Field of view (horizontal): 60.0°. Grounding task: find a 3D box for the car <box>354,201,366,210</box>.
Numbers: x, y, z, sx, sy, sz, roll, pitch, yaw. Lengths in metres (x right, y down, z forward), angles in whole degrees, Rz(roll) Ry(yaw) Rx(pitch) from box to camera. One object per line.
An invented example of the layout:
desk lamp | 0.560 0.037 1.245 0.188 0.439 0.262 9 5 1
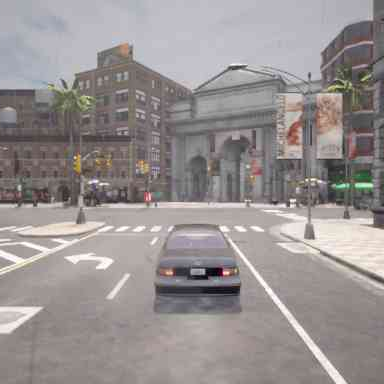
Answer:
car | 22.274 1.564 40.989 4.181 1.385 1.994 0 0 0

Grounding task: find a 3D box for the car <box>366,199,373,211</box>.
car | 22.701 1.526 37.490 4.674 1.442 1.812 0 0 1

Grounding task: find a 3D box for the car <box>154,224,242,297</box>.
car | 0.110 1.547 8.762 2.033 1.411 5.357 0 0 0
